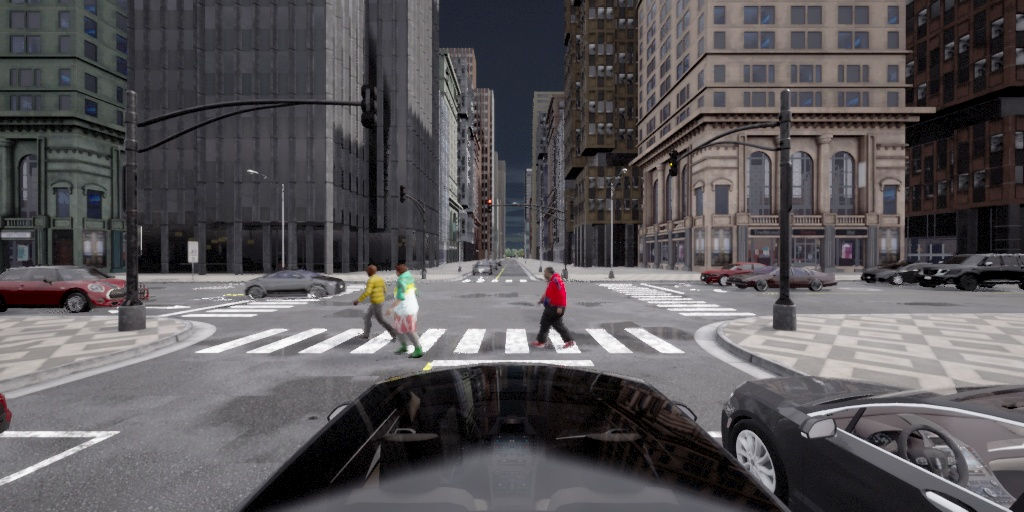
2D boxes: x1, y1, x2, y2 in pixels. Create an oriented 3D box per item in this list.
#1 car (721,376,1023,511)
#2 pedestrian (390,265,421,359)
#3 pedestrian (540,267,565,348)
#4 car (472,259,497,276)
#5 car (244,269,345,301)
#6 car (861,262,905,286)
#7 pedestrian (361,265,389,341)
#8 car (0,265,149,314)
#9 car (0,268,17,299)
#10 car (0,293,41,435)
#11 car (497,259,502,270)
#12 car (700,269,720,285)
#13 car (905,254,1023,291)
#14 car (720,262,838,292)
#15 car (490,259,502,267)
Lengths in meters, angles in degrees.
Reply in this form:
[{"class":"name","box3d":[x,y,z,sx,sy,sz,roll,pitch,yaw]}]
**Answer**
[{"class":"car","box3d":[2.762,1.300,1.564,2.007,1.370,4.403,0,0,0]},{"class":"pedestrian","box3d":[-2.086,1.043,7.046,0.375,1.860,0.375,0,0,0]},{"class":"pedestrian","box3d":[0.862,1.049,7.647,0.375,1.860,0.375,0,0,0]},{"class":"car","box3d":[-2.942,1.242,36.906,2.128,1.511,4.902,0,0,0]},{"class":"car","box3d":[-10.457,1.342,17.478,4.181,1.385,1.994,0,0,-9]},{"class":"car","box3d":[25.938,1.159,23.624,4.892,1.490,1.837,0,0,0]},{"class":"pedestrian","box3d":[-3.141,1.051,8.251,0.375,1.860,0.375,0,0,0]},{"class":"car","box3d":[-16.864,1.166,13.722,4.553,1.767,2.097,0,0,0]},{"class":"car","box3d":[-27.170,1.334,16.986,4.892,1.490,1.837,0,0,0]},{"class":"car","box3d":[-5.763,1.190,1.569,1.967,1.591,4.097,0,0,0]},{"class":"car","box3d":[-2.911,1.242,49.518,2.128,1.511,4.902,0,0,0]},{"class":"car","box3d":[15.102,1.160,23.638,5.008,1.535,1.882,0,0,0]},{"class":"car","box3d":[26.488,0.888,20.348,5.566,2.045,2.150,0,0,2]},{"class":"car","box3d":[15.254,1.243,20.390,5.357,1.411,2.033,0,0,0]},{"class":"car","box3d":[-2.843,1.264,64.552,1.837,1.490,4.892,0,-1,1]}]
